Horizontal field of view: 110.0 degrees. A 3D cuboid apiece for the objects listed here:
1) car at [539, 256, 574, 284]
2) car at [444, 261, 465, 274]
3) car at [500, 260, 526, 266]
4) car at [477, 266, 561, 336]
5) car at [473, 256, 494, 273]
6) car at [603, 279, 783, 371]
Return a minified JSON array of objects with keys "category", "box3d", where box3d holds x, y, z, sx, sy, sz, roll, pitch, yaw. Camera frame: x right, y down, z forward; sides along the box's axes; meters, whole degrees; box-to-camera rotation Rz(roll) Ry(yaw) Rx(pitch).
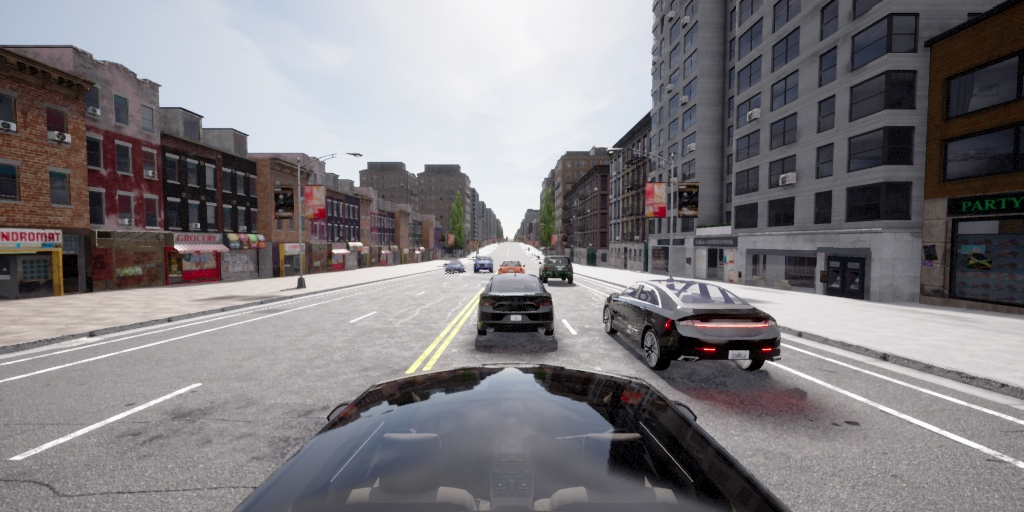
[{"category":"car","box3d":[3.312,0.994,27.537,2.150,2.045,5.566,0,0,0]},{"category":"car","box3d":[-6.652,1.302,42.153,1.812,1.442,4.674,0,0,0]},{"category":"car","box3d":[0.027,1.126,29.614,2.097,1.767,4.553,0,0,3]},{"category":"car","box3d":[0.086,1.233,10.479,1.882,1.535,5.008,0,0,0]},{"category":"car","box3d":[-3.408,0.998,43.571,2.150,2.045,5.566,0,0,1]},{"category":"car","box3d":[3.338,1.243,7.701,2.128,1.511,4.902,0,0,0]}]
